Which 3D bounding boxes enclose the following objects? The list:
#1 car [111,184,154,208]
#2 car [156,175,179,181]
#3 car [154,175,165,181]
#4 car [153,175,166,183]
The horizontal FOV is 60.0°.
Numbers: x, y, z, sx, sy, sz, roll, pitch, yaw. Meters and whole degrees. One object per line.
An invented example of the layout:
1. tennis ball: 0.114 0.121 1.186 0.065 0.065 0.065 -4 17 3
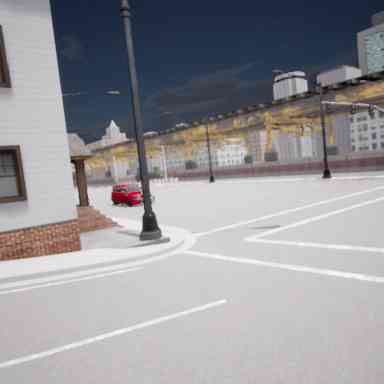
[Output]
1. car: -5.653 0.316 30.717 2.150 2.045 5.566 -9 6 -35
2. car: -5.756 -3.601 82.661 4.536 1.218 1.853 -5 4 19
3. car: -8.451 -3.605 86.497 1.853 1.218 4.536 -5 4 9
4. car: -8.442 -3.444 86.457 2.038 1.542 4.974 -5 4 9
